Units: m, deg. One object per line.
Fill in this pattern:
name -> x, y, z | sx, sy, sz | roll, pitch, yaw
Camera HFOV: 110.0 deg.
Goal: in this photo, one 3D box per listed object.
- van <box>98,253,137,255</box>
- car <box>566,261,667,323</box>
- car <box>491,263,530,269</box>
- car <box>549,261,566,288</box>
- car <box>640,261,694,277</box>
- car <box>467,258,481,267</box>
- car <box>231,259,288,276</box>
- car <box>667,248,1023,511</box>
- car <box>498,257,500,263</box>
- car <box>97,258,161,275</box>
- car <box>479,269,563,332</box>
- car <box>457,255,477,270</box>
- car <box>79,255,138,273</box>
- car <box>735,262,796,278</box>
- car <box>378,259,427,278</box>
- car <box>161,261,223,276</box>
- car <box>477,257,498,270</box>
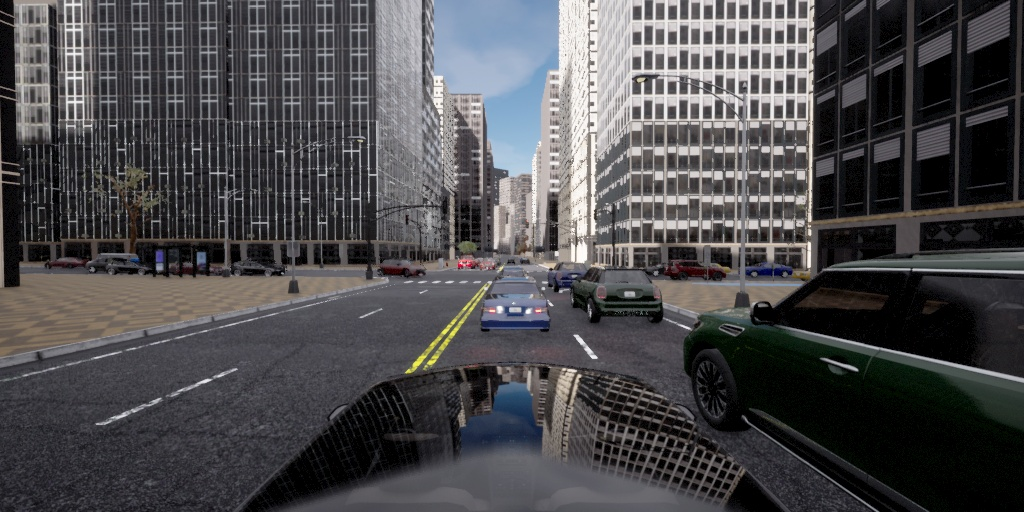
van -> -45.375, 0.605, 41.167 | 3.998, 1.789, 1.690 | 0, 0, 1
car -> 3.327, 1.097, 12.265 | 2.097, 1.767, 4.553 | 0, 0, 0
car -> 0.058, 1.304, 20.062 | 1.994, 1.385, 4.181 | 0, 0, 0
car -> 3.307, 1.092, 21.129 | 2.097, 1.767, 4.553 | 0, 0, 0
car -> 16.218, 1.365, 37.609 | 4.892, 1.490, 1.837 | 0, 1, -1
car -> -6.698, 1.179, 63.747 | 1.882, 1.535, 5.008 | 0, 0, 1
car -> -22.799, 1.173, 32.251 | 4.313, 1.339, 1.948 | 0, 0, 1
car -> 3.345, 0.971, 2.418 | 2.150, 2.045, 5.566 | 0, 0, 0
car -> -3.461, 1.232, 60.101 | 1.812, 1.442, 4.674 | 0, 0, 0
car -> -34.165, 1.069, 32.532 | 4.313, 1.339, 1.948 | 0, 0, 1
car -> 0.082, 1.293, 10.819 | 2.033, 1.411, 5.357 | 0, 0, 0
car -> -6.704, 0.935, 53.403 | 2.150, 2.045, 5.566 | 0, 0, 0
car -> -38.830, 0.922, 35.255 | 4.892, 1.490, 1.837 | 1, 1, 1
car -> 26.360, 1.427, 37.434 | 5.008, 1.535, 1.882 | 1, 1, 1
car -> -10.073, 1.058, 32.998 | 4.553, 1.767, 2.097 | 1, 1, 27
car -> -28.484, 1.138, 32.371 | 4.207, 1.307, 1.802 | 0, 0, 1
car -> -3.424, 1.068, 51.257 | 2.097, 1.767, 4.553 | 0, 0, -1
